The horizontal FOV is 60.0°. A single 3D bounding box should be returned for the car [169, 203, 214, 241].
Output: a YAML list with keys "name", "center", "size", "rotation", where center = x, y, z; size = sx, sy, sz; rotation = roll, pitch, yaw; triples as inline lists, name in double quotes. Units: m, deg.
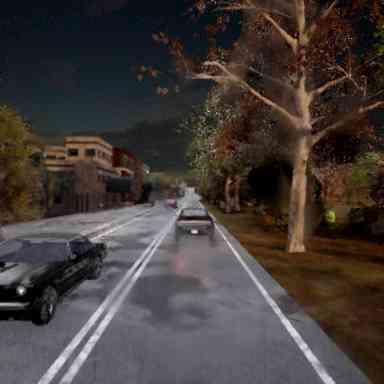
- name: "car"
  center: [0.115, 1.556, 17.166]
  size: [2.128, 1.511, 4.902]
  rotation: [0, 0, 0]

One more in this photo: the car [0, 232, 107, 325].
- name: "car"
  center: [-3.348, 1.613, 7.259]
  size: [1.895, 1.301, 4.718]
  rotation: [0, 0, 0]

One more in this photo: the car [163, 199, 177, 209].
- name: "car"
  center: [-3.228, 1.749, 49.940]
  size: [1.882, 1.535, 5.008]
  rotation: [0, -1, 0]
